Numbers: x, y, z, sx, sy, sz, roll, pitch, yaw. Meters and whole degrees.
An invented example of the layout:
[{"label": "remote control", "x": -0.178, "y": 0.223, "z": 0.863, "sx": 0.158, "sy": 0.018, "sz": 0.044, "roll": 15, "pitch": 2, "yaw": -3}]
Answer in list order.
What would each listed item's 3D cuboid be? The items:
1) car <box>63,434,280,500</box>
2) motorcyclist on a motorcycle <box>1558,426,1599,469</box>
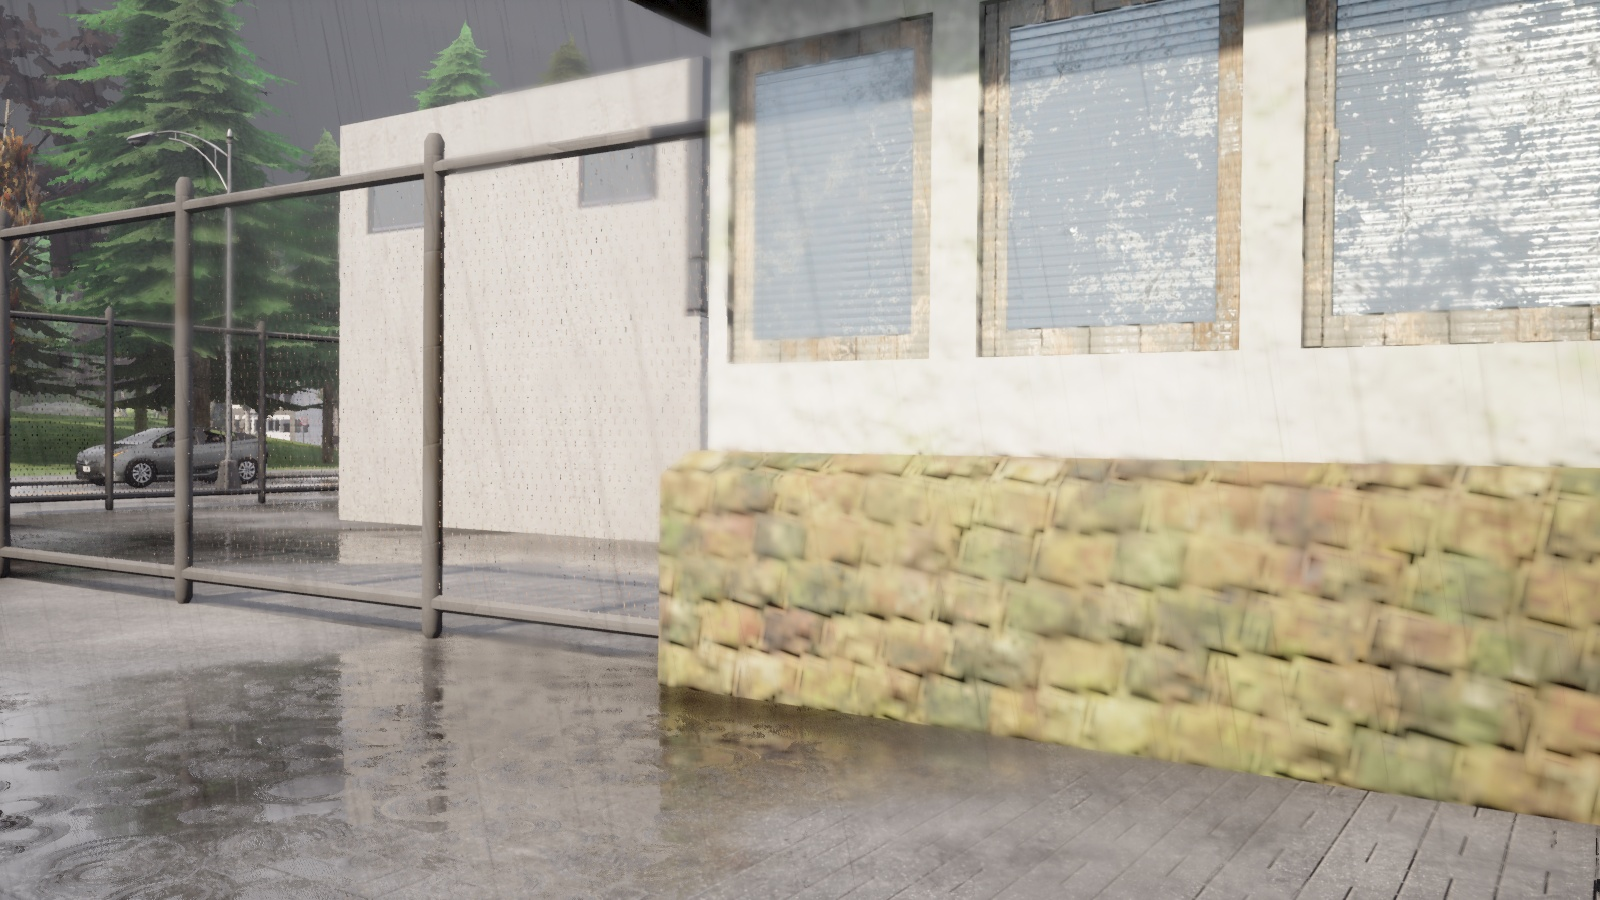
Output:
[{"label": "car", "x": -15.864, "y": 0.386, "z": 31.939, "sx": 2.007, "sy": 1.525, "sz": 4.514, "roll": 0, "pitch": 1, "yaw": 32}, {"label": "motorcyclist on a motorcycle", "x": 28.393, "y": -0.103, "z": 44.861, "sx": 2.191, "sy": 1.530, "sz": 0.866, "roll": 0, "pitch": 1, "yaw": 33}]
